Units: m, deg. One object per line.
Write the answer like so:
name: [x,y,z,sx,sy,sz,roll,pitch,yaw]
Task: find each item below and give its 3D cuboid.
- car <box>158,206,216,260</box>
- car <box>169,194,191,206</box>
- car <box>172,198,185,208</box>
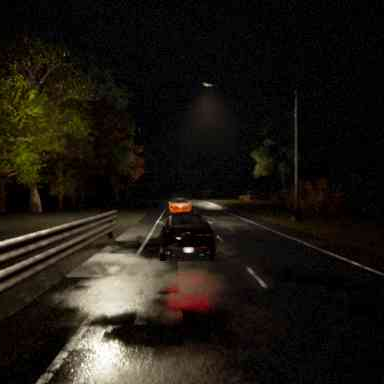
car: [-0.221,1.510,12.533,1.837,1.490,4.892,0,0,-3]
car: [-1.162,1.360,32.437,2.097,1.767,4.553,0,0,-3]
car: [-2.010,1.605,50.424,1.895,1.301,4.718,0,0,-3]
